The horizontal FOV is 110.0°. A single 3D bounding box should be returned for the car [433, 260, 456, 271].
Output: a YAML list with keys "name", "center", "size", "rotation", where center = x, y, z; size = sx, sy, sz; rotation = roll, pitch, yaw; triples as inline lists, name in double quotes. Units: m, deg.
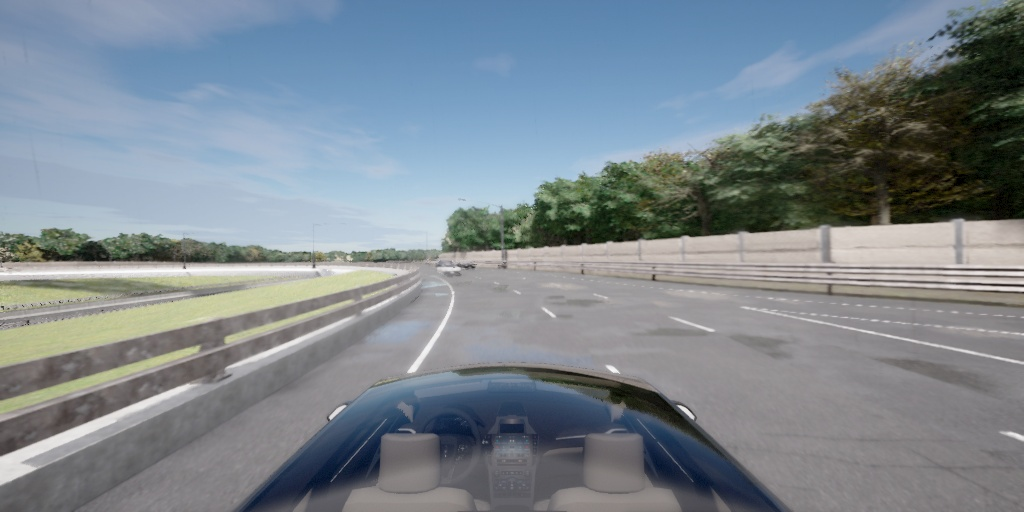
- name: "car"
  center: [-10.297, 1.444, 54.554]
  size: [1.882, 1.535, 5.008]
  rotation: [-1, 0, -30]

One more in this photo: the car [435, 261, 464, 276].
- name: "car"
  center: [-7.147, 1.502, 40.063]
  size: [1.895, 1.301, 4.718]
  rotation: [-1, 0, -22]

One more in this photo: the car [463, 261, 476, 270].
- name: "car"
  center: [-7.577, 1.518, 56.989]
  size: [1.895, 1.301, 4.718]
  rotation: [-1, 0, -30]
